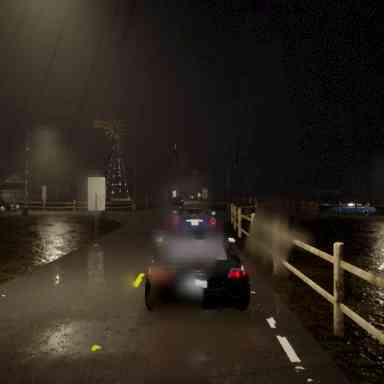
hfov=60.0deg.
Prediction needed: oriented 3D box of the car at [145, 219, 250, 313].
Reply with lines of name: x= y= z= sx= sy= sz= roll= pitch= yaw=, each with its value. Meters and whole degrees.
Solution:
car: x=0.108 y=1.573 z=7.785 sx=1.994 sy=1.385 sz=4.181 roll=0 pitch=0 yaw=0

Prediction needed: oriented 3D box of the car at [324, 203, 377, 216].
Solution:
car: x=17.898 y=1.951 z=37.702 sx=5.357 sy=1.411 sz=2.033 roll=1 pitch=-2 yaw=0

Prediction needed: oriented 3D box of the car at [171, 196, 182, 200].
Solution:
car: x=-2.747 y=1.677 z=57.112 sx=1.882 sy=1.535 sz=5.008 roll=0 pitch=0 yaw=0

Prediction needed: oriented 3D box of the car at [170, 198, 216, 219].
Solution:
car: x=0.118 y=1.380 z=16.428 sx=2.097 sy=1.767 sz=4.553 roll=0 pitch=0 yaw=0

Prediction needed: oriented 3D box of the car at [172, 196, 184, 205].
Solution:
car: x=-2.691 y=1.613 z=66.398 sx=2.097 sy=1.767 sz=4.553 roll=0 pitch=0 yaw=1

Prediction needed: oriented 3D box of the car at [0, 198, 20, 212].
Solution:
car: x=-20.263 y=1.292 z=34.124 sx=4.892 sy=1.490 sz=1.837 roll=1 pitch=-2 yaw=0

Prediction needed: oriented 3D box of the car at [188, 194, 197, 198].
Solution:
car: x=0.136 y=1.724 z=95.305 sx=2.150 sy=2.045 sz=5.566 roll=0 pitch=-1 yaw=0

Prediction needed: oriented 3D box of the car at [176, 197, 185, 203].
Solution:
car: x=-2.645 y=1.933 z=76.617 sx=1.895 sy=1.301 sz=4.718 roll=0 pitch=0 yaw=0
